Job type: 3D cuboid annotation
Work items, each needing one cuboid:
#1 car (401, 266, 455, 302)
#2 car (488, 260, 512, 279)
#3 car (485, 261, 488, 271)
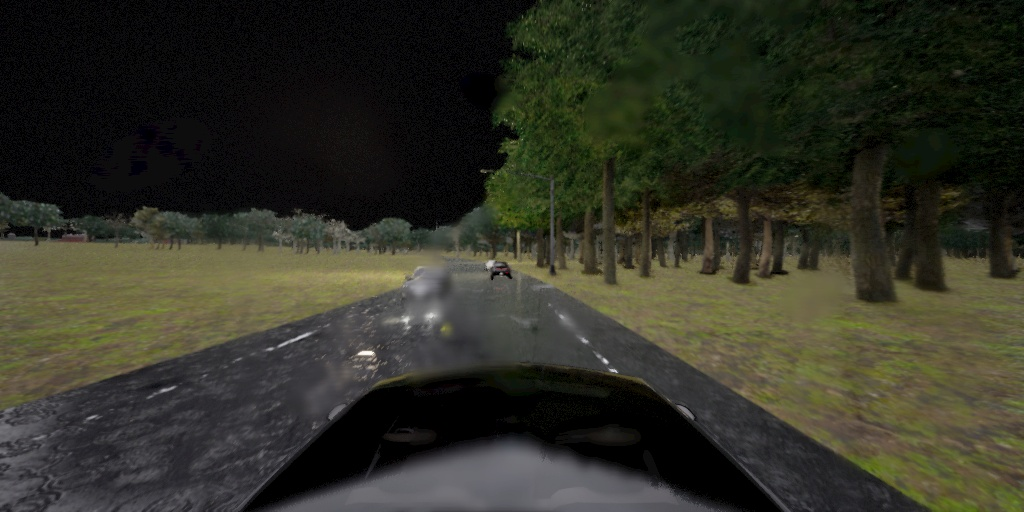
[{"bbox_3d":[-3.892,1.272,17.244,2.128,1.511,4.902,0,0,-2],"label":"car"},{"bbox_3d":[-1.066,1.261,32.905,1.837,1.490,4.892,0,0,-4],"label":"car"},{"bbox_3d":[-2.766,1.280,50.560,1.812,1.442,4.674,0,0,-6],"label":"car"}]
